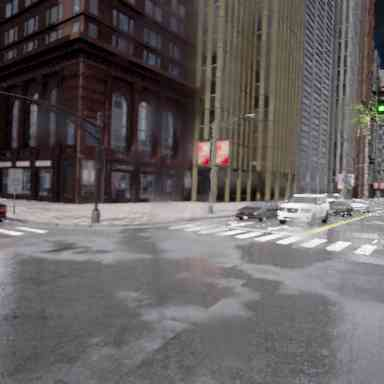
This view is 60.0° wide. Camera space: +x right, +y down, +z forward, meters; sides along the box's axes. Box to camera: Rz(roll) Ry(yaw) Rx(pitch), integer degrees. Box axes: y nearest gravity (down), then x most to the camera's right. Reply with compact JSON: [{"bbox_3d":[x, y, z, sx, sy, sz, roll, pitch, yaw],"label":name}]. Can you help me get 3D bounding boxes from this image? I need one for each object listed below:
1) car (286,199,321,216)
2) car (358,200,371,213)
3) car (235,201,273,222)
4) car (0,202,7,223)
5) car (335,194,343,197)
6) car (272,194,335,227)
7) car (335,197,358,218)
[{"bbox_3d":[11.091,1.443,32.896,1.812,1.442,4.674,3,1,37],"label":"car"},{"bbox_3d":[19.544,1.661,38.864,1.812,1.442,4.674,3,1,36],"label":"car"},{"bbox_3d":[5.230,1.373,24.905,2.033,1.411,5.357,3,1,36],"label":"car"},{"bbox_3d":[-12.037,0.875,18.231,5.008,1.535,1.882,2,0,37],"label":"car"},{"bbox_3d":[17.383,1.245,41.394,2.150,2.045,5.566,3,1,36],"label":"car"},{"bbox_3d":[7.889,1.167,23.021,2.150,2.045,5.566,3,1,36],"label":"car"},{"bbox_3d":[13.624,1.540,30.858,1.837,1.490,4.892,3,1,37],"label":"car"}]
